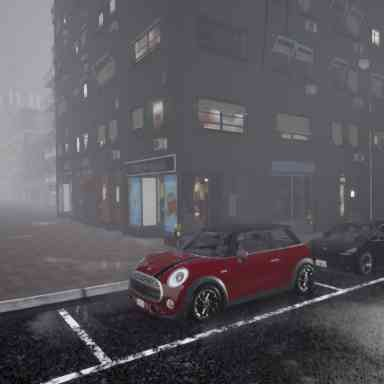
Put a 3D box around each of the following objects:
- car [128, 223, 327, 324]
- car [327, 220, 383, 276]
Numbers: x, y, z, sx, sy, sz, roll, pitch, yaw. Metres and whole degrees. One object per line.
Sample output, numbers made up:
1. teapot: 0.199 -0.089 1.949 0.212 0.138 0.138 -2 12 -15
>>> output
1. car: 0.709 1.439 7.063 4.097 1.590 1.967 0 -1 -35
2. car: 5.280 1.563 10.300 4.313 1.339 1.947 0 -1 -35
